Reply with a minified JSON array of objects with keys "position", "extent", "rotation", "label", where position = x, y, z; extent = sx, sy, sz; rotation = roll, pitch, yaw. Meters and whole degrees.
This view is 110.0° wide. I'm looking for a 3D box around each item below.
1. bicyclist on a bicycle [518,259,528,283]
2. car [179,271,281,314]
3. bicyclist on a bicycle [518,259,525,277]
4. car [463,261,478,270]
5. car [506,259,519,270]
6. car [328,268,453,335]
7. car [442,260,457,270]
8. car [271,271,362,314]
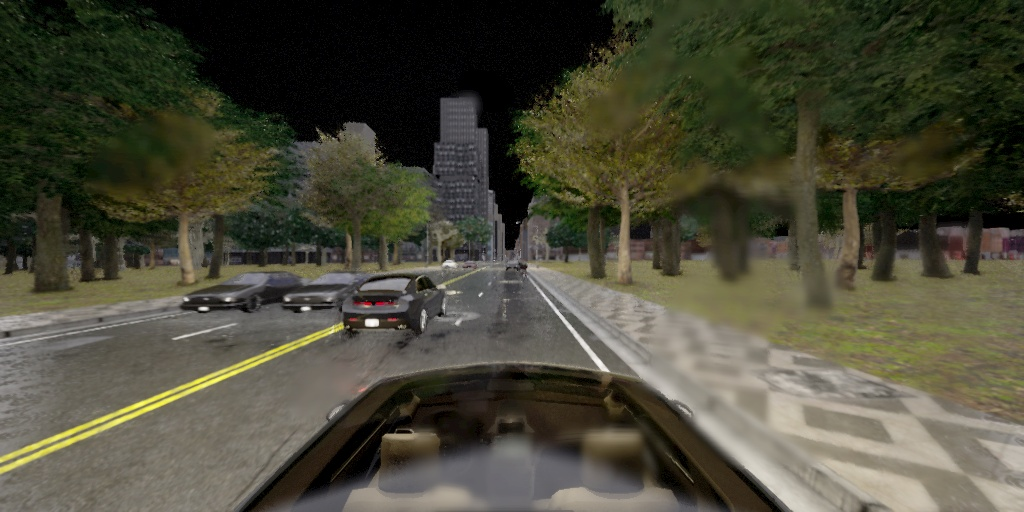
[{"position":[0.894,1.152,26.648],"extent":[0.659,1.776,1.843],"rotation":[0,0,0],"label":"bicyclist on a bicycle"},{"position":[-9.851,1.306,14.120],"extent":[2.033,1.411,5.357],"rotation":[0,0,0],"label":"car"},{"position":[0.894,1.173,35.859],"extent":[0.659,1.776,1.843],"rotation":[0,0,0],"label":"bicyclist on a bicycle"},{"position":[-6.549,1.429,56.635],"extent":[1.994,1.385,4.181],"rotation":[0,0,1],"label":"car"},{"position":[0.071,1.453,52.997],"extent":[1.895,1.301,4.718],"rotation":[0,0,0],"label":"car"},{"position":[-3.150,1.258,10.491],"extent":[1.837,1.490,4.892],"rotation":[0,0,0],"label":"car"},{"position":[-9.795,1.391,56.499],"extent":[1.812,1.442,4.674],"rotation":[0,0,1],"label":"car"},{"position":[-6.599,1.306,14.135],"extent":[2.033,1.411,5.357],"rotation":[0,0,0],"label":"car"}]
